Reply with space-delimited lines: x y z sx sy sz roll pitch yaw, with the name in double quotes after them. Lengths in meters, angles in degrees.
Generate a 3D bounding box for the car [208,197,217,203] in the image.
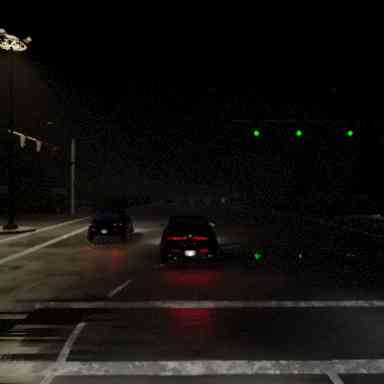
5.300 2.041 87.497 2.128 1.511 4.902 0 0 0 "car"

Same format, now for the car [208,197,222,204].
5.265 2.084 78.327 1.882 1.535 5.008 0 0 0 "car"

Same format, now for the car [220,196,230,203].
8.805 2.049 88.820 2.097 1.767 4.553 0 0 0 "car"

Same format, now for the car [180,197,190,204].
-1.734 2.163 78.770 1.994 1.385 4.181 0 0 0 "car"

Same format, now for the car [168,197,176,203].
-5.200 2.069 87.538 1.994 1.385 4.181 0 0 0 "car"

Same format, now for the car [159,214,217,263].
-0.170 1.604 12.451 1.837 1.490 4.892 0 0 -3 "car"

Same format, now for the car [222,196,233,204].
8.771 2.165 79.901 2.033 1.411 5.357 0 0 0 "car"

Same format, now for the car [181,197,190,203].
-1.700 2.041 87.524 2.128 1.511 4.902 0 0 0 "car"

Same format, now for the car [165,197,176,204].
-5.232 1.968 79.138 2.097 1.767 4.553 0 0 0 "car"

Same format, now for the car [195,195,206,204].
1.765 2.084 78.340 1.882 1.535 5.008 0 0 0 "car"

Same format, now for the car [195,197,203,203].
1.800 1.994 87.511 1.882 1.535 5.008 0 0 0 "car"

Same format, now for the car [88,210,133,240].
-4.262 1.665 17.771 1.812 1.442 4.674 0 0 -4 "car"
